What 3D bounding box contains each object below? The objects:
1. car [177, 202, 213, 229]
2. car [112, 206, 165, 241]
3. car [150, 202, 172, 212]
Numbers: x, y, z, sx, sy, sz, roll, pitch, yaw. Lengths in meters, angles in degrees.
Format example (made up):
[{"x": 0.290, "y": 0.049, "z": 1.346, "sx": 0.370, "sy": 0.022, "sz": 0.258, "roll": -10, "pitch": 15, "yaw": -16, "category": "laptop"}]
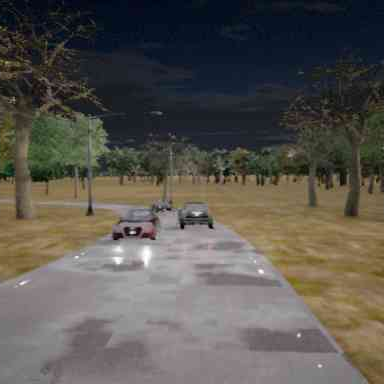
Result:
[{"x": 0.108, "y": 1.432, "z": 22.597, "sx": 2.097, "sy": 1.767, "sz": 4.553, "roll": 0, "pitch": 0, "yaw": -5, "category": "car"}, {"x": -2.613, "y": 1.596, "z": 16.544, "sx": 1.994, "sy": 1.385, "sz": 4.181, "roll": 0, "pitch": -1, "yaw": -1, "category": "car"}, {"x": -4.043, "y": 1.870, "z": 42.567, "sx": 1.895, "sy": 1.301, "sz": 4.718, "roll": -1, "pitch": 0, "yaw": -18, "category": "car"}]
